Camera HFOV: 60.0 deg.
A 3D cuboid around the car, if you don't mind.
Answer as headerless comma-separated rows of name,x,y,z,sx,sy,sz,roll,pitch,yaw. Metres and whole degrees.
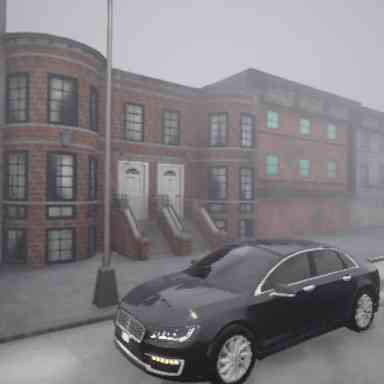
car,1.192,1.557,5.422,4.892,1.490,1.837,1,-1,-35
